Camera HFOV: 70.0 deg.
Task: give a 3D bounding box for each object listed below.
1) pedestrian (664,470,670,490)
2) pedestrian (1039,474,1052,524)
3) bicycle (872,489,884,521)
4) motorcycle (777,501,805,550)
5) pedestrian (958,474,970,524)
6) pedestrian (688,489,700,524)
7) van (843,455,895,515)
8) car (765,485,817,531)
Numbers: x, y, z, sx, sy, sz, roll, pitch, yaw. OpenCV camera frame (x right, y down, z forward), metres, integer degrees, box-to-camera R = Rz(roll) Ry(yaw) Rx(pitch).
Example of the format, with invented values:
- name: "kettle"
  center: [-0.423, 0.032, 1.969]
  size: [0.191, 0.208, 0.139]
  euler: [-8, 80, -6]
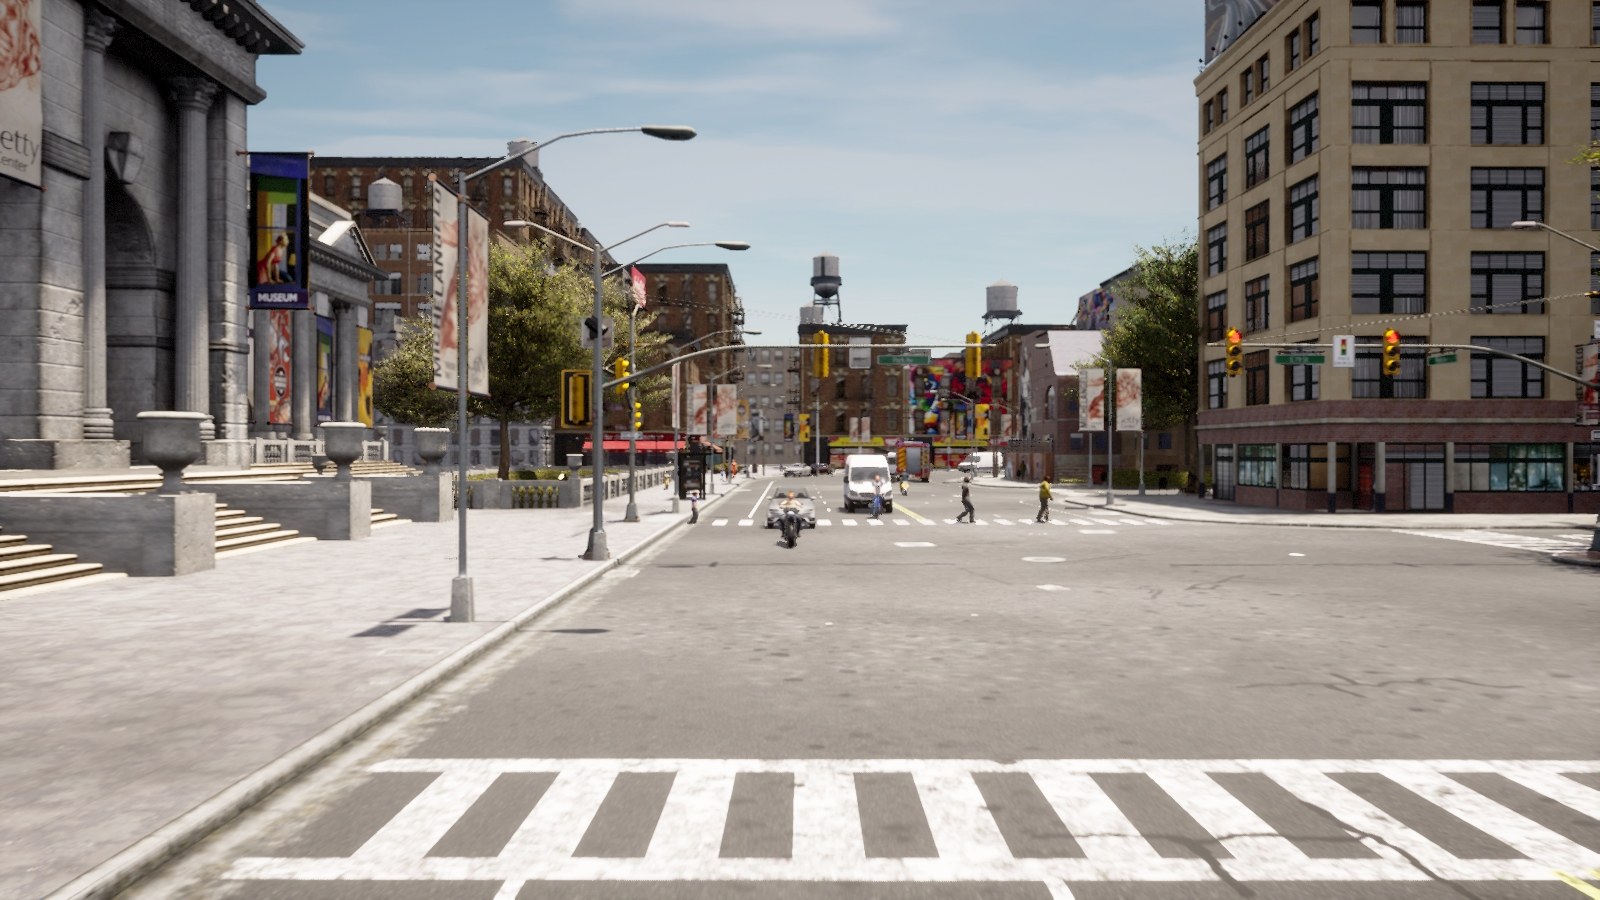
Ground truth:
- name: "pedestrian"
  center: [-8.830, 1.976, 75.754]
  size: [0.375, 1.300, 0.375]
  euler: [0, 0, -6]
- name: "pedestrian"
  center: [9.303, 1.849, 43.383]
  size: [0.375, 1.860, 0.375]
  euler: [0, 0, -9]
- name: "bicycle"
  center: [3.148, 2.206, 46.325]
  size: [0.373, 1.196, 1.643]
  euler: [0, 0, 0]
- name: "motorcycle"
  center: [-0.259, 2.170, 33.231]
  size: [0.764, 1.277, 2.356]
  euler: [0, 0, 0]
- name: "pedestrian"
  center: [6.192, 1.849, 43.135]
  size: [0.375, 1.860, 0.375]
  euler: [0, 0, 0]
- name: "pedestrian"
  center: [-4.007, 2.129, 43.048]
  size: [0.375, 1.300, 0.375]
  euler: [0, 0, -16]
- name: "van"
  center: [3.118, 1.535, 52.700]
  size: [1.988, 2.561, 5.915]
  euler: [0, 0, 0]
- name: "car"
  center: [-0.322, 2.065, 41.796]
  size: [1.816, 1.474, 4.193]
  euler: [0, 0, 0]
